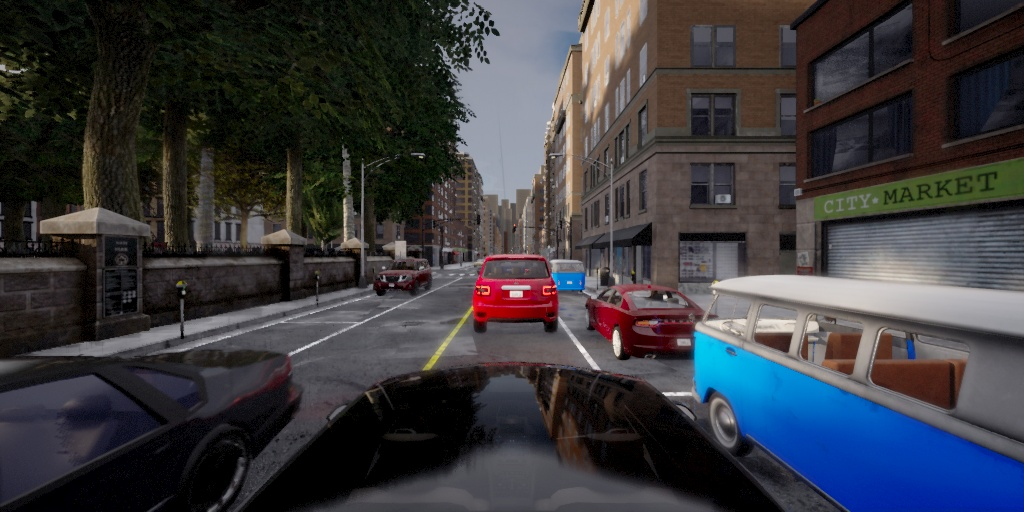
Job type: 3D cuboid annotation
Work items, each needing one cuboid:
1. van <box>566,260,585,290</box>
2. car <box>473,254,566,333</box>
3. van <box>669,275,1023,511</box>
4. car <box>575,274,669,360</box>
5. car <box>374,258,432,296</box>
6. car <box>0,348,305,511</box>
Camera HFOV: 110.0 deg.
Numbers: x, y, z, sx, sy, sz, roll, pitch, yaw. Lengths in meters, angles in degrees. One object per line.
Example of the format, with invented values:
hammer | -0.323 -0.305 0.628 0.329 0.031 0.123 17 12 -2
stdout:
van | 2.839 1.085 19.494 1.690 1.789 3.998 0 0 0
car | 0.088 0.970 10.929 2.150 2.045 5.566 0 0 0
van | 2.856 1.091 2.512 1.690 1.789 3.998 0 0 0
car | 2.850 1.294 8.173 1.888 1.381 4.507 0 0 0
car | -5.685 1.059 19.446 2.192 1.841 5.009 0 0 0
car | -3.100 1.297 1.389 2.033 1.411 5.357 0 0 0
